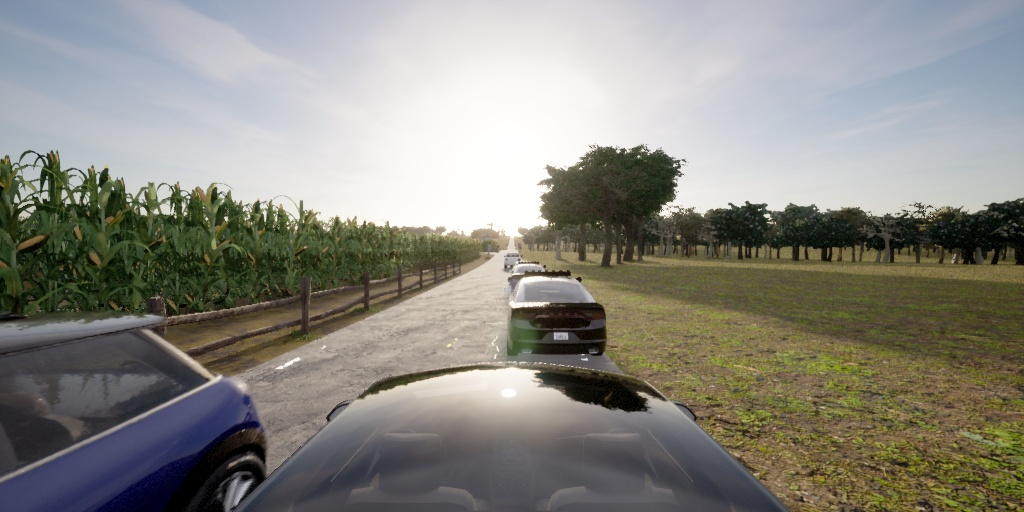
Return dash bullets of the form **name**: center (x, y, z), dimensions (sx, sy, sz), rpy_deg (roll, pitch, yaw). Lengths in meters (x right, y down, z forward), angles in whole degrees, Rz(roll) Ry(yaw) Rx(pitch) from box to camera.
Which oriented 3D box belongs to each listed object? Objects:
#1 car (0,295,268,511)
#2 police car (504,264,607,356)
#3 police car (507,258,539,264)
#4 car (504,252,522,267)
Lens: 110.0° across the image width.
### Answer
- **car**: center (-2.750, 1.103, 0.567), dimensions (2.097, 1.767, 4.553), rpy_deg (0, 0, 0)
- **police car**: center (0.843, 1.154, 8.715), dimensions (1.930, 1.638, 5.238), rpy_deg (0, 0, 0)
- **police car**: center (0.867, 1.090, 18.716), dimensions (1.930, 1.638, 5.238), rpy_deg (0, 0, 0)
- **car**: center (0.132, 0.528, 46.112), dimensions (2.150, 2.045, 5.566), rpy_deg (0, 1, 1)
